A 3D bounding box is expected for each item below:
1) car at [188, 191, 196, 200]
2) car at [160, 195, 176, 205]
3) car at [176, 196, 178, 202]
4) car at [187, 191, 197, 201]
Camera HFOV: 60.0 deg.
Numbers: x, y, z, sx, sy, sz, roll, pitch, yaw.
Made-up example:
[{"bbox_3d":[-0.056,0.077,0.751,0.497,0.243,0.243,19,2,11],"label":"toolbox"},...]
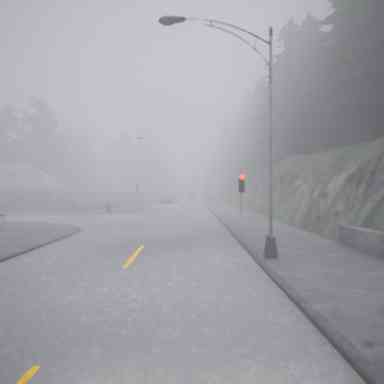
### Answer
[{"bbox_3d":[0.001,0.873,83.936,2.150,2.045,5.566,0,0,0],"label":"car"},{"bbox_3d":[-4.064,1.354,53.996,1.837,1.490,4.892,0,0,0],"label":"car"},{"bbox_3d":[-3.999,1.328,69.916,1.812,1.442,4.674,0,0,0],"label":"car"},{"bbox_3d":[0.001,1.141,73.841,2.097,1.767,4.553,0,0,0],"label":"car"}]
